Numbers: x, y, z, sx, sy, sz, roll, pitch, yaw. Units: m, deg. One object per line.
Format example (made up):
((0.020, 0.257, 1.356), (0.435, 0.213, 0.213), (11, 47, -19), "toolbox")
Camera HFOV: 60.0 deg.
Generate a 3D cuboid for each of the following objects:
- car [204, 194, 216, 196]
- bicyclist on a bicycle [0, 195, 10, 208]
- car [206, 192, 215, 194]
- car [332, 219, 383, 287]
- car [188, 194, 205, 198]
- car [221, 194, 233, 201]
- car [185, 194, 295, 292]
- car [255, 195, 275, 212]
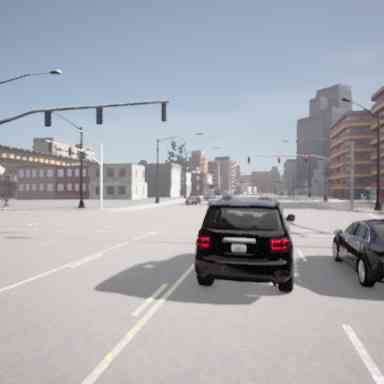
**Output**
((3.479, 1.342, 49.771), (1.895, 1.301, 4.718), (0, 1, 12), "car")
((-23.482, 1.232, 41.824), (0.582, 1.620, 1.656), (0, 0, 11), "bicyclist on a bicycle")
((3.627, 0.780, 67.177), (2.097, 1.767, 4.553), (0, 1, 12), "car")
((5.183, 1.487, 9.060), (1.837, 1.490, 4.892), (0, 0, 12), "car")
((0.205, 1.222, 51.194), (2.128, 1.511, 4.902), (0, 1, 12), "car")
((7.031, 1.031, 66.380), (1.895, 1.301, 4.718), (0, 1, 12), "car")
((1.623, 1.204, 9.209), (2.150, 2.045, 5.566), (0, 0, 15), "car")
((8.281, 1.228, 37.839), (2.097, 1.767, 4.553), (0, 0, 12), "car")
